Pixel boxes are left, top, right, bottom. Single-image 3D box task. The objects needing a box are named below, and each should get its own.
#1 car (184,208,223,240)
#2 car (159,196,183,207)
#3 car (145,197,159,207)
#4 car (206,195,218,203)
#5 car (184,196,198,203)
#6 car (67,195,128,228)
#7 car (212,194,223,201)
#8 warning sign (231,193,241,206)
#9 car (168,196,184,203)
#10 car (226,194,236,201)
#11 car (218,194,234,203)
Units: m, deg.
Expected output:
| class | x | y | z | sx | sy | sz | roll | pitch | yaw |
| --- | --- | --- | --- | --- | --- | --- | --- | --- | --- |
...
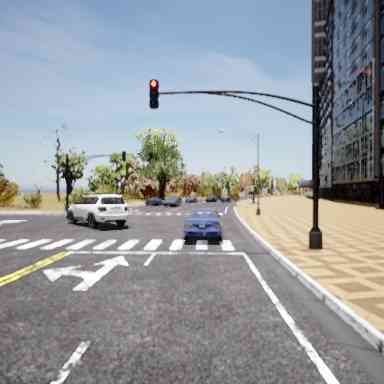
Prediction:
| class | x | y | z | sx | sy | sz | roll | pitch | yaw |
| --- | --- | --- | --- | --- | --- | --- | --- | --- | --- |
| car | 0.603 | 1.537 | 17.025 | 2.033 | 1.411 | 5.357 | 0 | 0 | 3 |
| car | -2.951 | 1.520 | 49.565 | 2.033 | 1.411 | 5.357 | 0 | 0 | 8 |
| car | -5.886 | 1.534 | 51.802 | 1.994 | 1.385 | 4.181 | 0 | 0 | 9 |
| car | 4.150 | 1.518 | 71.216 | 1.994 | 1.385 | 4.181 | 0 | 0 | 12 |
| car | -0.132 | 1.517 | 66.296 | 2.033 | 1.411 | 5.357 | 0 | 0 | 11 |
| car | -6.395 | 1.207 | 22.237 | 2.150 | 2.045 | 5.566 | 1 | -1 | -41 |
| car | 6.263 | 1.345 | 80.925 | 1.812 | 1.442 | 4.674 | 0 | 0 | 14 |
| warning sign | 6.433 | 1.094 | 48.648 | 1.300 | 1.860 | 1.060 | 0 | 0 | 8 |
| car | -3.229 | 1.514 | 67.384 | 2.033 | 1.411 | 5.357 | 0 | 0 | 11 |
| car | 9.527 | 1.342 | 80.606 | 1.837 | 1.490 | 4.892 | 0 | 0 | 14 |
| car | 7.344 | 1.495 | 70.620 | 2.128 | 1.511 | 4.902 | 0 | 0 | 12 |
